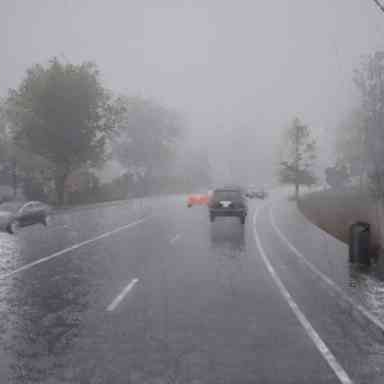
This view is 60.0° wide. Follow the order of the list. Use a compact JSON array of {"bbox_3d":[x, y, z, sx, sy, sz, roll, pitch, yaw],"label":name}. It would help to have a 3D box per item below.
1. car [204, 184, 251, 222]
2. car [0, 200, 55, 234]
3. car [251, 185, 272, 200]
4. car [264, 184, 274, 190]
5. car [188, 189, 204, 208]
[{"bbox_3d":[2.473,0.734,21.570,2.150,2.045,5.566,0,3,12],"label":"car"},{"bbox_3d":[-9.113,1.228,17.448,2.128,1.511,4.902,0,2,7],"label":"car"},{"bbox_3d":[8.150,0.236,40.658,1.895,1.301,4.718,0,2,21],"label":"car"},{"bbox_3d":[15.547,-0.997,69.104,1.994,1.385,4.181,-1,2,34],"label":"car"},{"bbox_3d":[1.156,0.473,31.422,2.097,1.767,4.553,0,2,17],"label":"car"}]
